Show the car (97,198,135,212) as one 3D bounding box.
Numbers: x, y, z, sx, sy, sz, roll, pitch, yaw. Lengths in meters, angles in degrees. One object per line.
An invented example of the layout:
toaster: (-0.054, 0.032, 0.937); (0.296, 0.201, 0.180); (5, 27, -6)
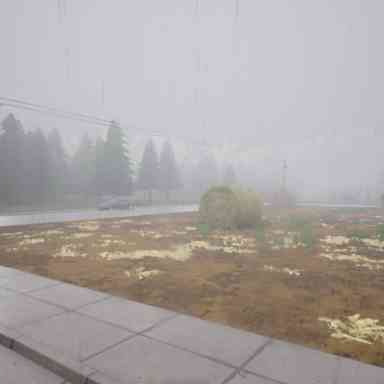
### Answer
car: (-8.790, 1.514, 38.761); (1.837, 1.490, 4.892); (0, 0, 37)
